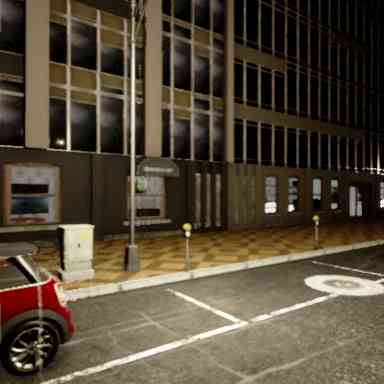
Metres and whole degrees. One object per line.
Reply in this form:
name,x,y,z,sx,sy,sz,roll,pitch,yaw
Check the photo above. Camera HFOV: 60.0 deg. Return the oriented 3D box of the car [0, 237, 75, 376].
car,-3.678,1.437,3.937,4.097,1.590,1.967,0,0,-35
